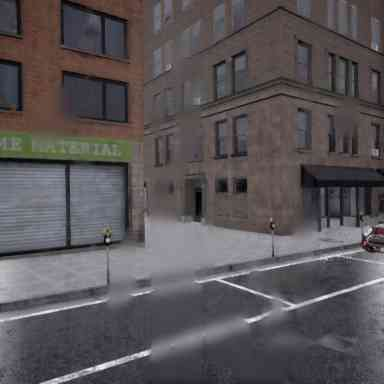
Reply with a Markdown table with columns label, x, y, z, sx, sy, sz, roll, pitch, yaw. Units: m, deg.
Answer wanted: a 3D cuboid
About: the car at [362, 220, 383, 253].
| label | x | y | z | sx | sy | sz | roll | pitch | yaw |
| --- | --- | --- | --- | --- | --- | --- | --- | --- | --- |
| car | 8.138 | 1.439 | 12.410 | 4.097 | 1.590 | 1.967 | 0 | -1 | -35 |
